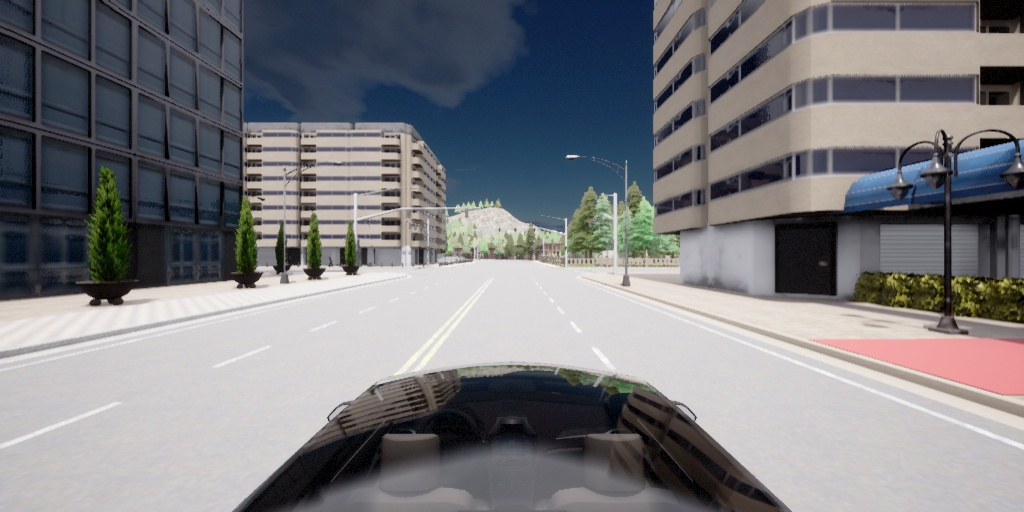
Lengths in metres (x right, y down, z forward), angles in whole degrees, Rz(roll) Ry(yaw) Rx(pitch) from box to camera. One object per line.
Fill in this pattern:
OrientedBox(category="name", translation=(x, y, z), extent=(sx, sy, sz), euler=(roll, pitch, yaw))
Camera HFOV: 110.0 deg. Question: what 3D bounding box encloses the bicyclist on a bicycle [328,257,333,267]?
OrientedBox(category="bicyclist on a bicycle", translation=(-28.001, 0.969, 55.290), extent=(0.582, 1.620, 1.656), euler=(0, 0, 0))
